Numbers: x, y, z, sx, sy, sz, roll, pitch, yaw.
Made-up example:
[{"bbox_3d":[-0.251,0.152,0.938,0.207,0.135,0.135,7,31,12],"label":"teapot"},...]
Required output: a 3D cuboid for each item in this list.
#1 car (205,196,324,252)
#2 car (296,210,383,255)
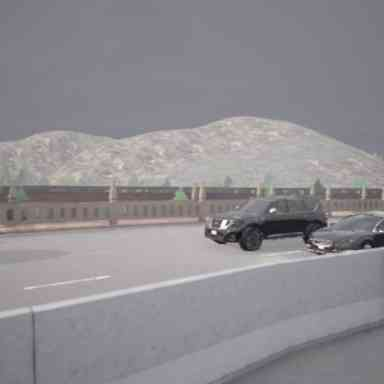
[{"bbox_3d":[3.259,1.186,13.981,5.566,2.045,2.150,0,0,-29],"label":"car"},{"bbox_3d":[6.220,1.486,11.585,4.892,1.490,1.837,0,0,-27],"label":"car"}]
